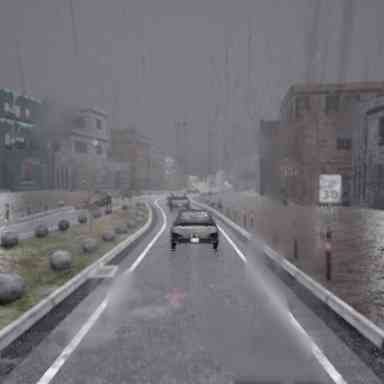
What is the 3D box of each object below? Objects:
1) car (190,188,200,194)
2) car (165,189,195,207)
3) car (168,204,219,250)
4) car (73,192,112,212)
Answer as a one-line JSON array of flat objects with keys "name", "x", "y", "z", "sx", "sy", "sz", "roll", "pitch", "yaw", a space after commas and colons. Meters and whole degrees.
[{"name": "car", "x": 0.391, "y": -0.210, "z": 69.957, "sx": 2.033, "sy": 1.411, "sz": 5.357, "roll": 0, "pitch": 0, "yaw": 12}, {"name": "car", "x": -1.386, "y": 0.785, "z": 31.349, "sx": 2.128, "sy": 1.511, "sz": 4.902, "roll": 0, "pitch": 4, "yaw": -10}, {"name": "car", "x": 0.084, "y": 1.480, "z": 14.203, "sx": 2.128, "sy": 1.511, "sz": 4.902, "roll": 0, "pitch": 0, "yaw": 0}, {"name": "car", "x": -9.027, "y": 0.830, "z": 30.487, "sx": 2.128, "sy": 1.511, "sz": 4.902, "roll": 0, "pitch": 4, "yaw": 10}]
